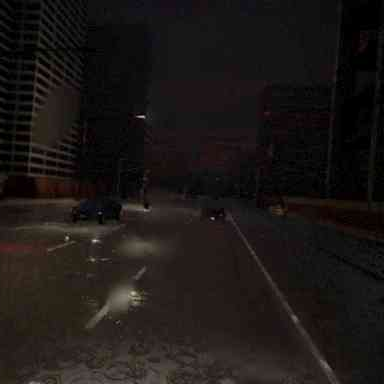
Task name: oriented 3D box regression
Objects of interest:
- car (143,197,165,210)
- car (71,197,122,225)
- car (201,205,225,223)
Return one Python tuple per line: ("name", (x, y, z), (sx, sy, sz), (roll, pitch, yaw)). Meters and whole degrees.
("car", (-4.368, 1.292, 39.572), (2.033, 1.411, 5.357), (4, 0, 4))
("car", (-5.805, 1.077, 20.775), (1.882, 1.535, 5.008), (4, 0, 4))
("car", (1.817, 1.791, 28.236), (1.895, 1.301, 4.718), (4, 0, 4))
